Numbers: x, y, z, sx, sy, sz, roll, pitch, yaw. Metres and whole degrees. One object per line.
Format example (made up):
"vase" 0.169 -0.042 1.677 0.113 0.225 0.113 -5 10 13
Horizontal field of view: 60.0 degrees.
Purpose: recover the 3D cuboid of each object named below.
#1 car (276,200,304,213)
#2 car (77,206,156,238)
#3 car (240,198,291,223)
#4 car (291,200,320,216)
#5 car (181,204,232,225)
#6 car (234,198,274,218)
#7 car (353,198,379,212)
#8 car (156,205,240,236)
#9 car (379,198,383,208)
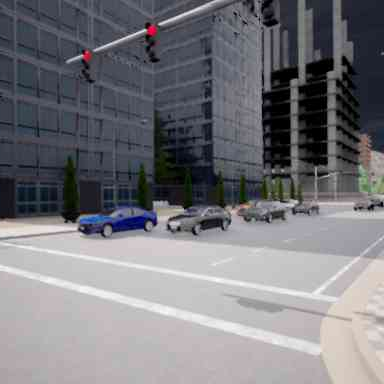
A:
"car" 12.219 1.705 41.207 1.812 1.442 4.674 -1 0 37
"car" -4.118 1.591 18.961 1.882 1.535 5.008 -1 0 36
"car" 5.882 1.469 26.678 2.097 1.767 4.553 -1 0 36
"car" 12.015 1.646 35.032 1.837 1.490 4.892 -1 0 36
"car" 1.205 1.699 26.206 1.994 1.385 4.181 -1 0 37
"car" 6.195 1.507 33.021 2.097 1.767 4.553 -1 0 36
"car" 21.738 1.689 42.055 2.033 1.411 5.357 -1 0 36
"car" 0.488 1.586 19.314 2.128 1.511 4.902 -1 0 36
"car" 27.781 1.658 50.328 2.128 1.511 4.902 -1 0 36
